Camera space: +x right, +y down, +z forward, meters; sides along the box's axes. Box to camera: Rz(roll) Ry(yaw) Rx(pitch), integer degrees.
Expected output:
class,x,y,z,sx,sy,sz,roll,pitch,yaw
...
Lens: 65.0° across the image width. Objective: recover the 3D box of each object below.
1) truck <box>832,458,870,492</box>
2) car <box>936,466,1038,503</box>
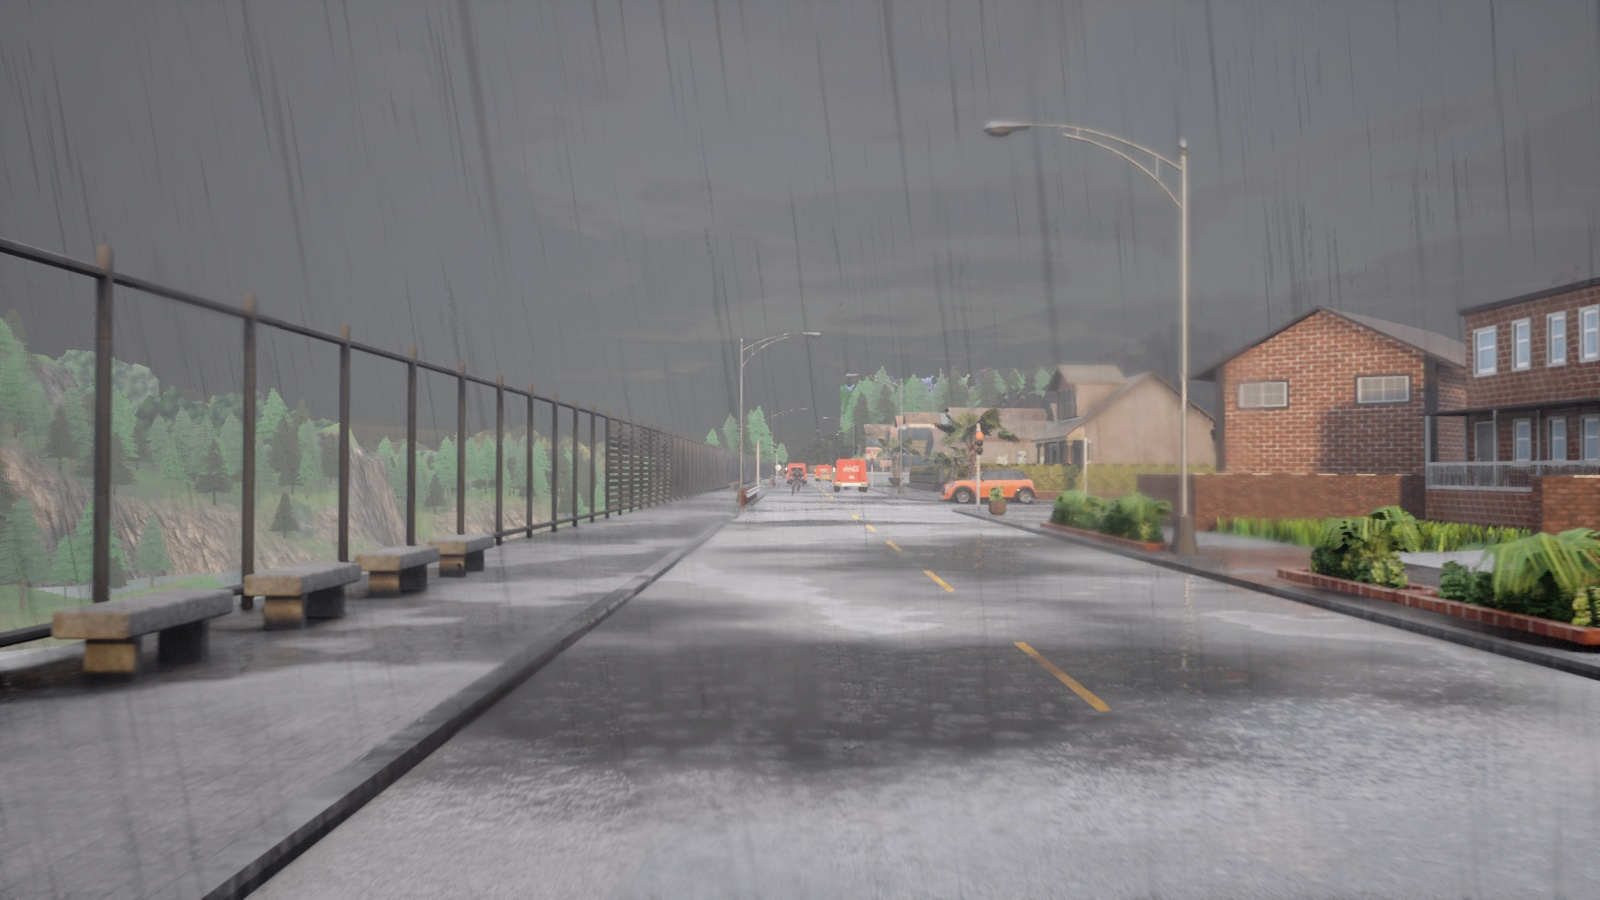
class,x,y,z,sx,sy,sz,roll,pitch,yaw
truck,3.778,1.898,94.678,2.627,2.467,5.204,0,-1,0
car,9.045,1.658,60.983,4.553,1.767,2.097,0,-1,-3
